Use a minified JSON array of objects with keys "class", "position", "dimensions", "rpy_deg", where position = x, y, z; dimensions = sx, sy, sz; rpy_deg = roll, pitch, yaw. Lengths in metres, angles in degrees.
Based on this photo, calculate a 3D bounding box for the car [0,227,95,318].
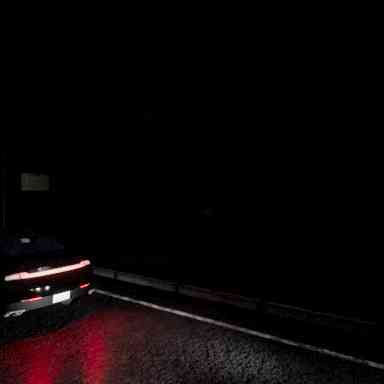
[{"class":"car","position":[-4.056,1.491,6.864],"dimensions":[4.902,1.511,2.128],"rpy_deg":[0,0,37]}]
